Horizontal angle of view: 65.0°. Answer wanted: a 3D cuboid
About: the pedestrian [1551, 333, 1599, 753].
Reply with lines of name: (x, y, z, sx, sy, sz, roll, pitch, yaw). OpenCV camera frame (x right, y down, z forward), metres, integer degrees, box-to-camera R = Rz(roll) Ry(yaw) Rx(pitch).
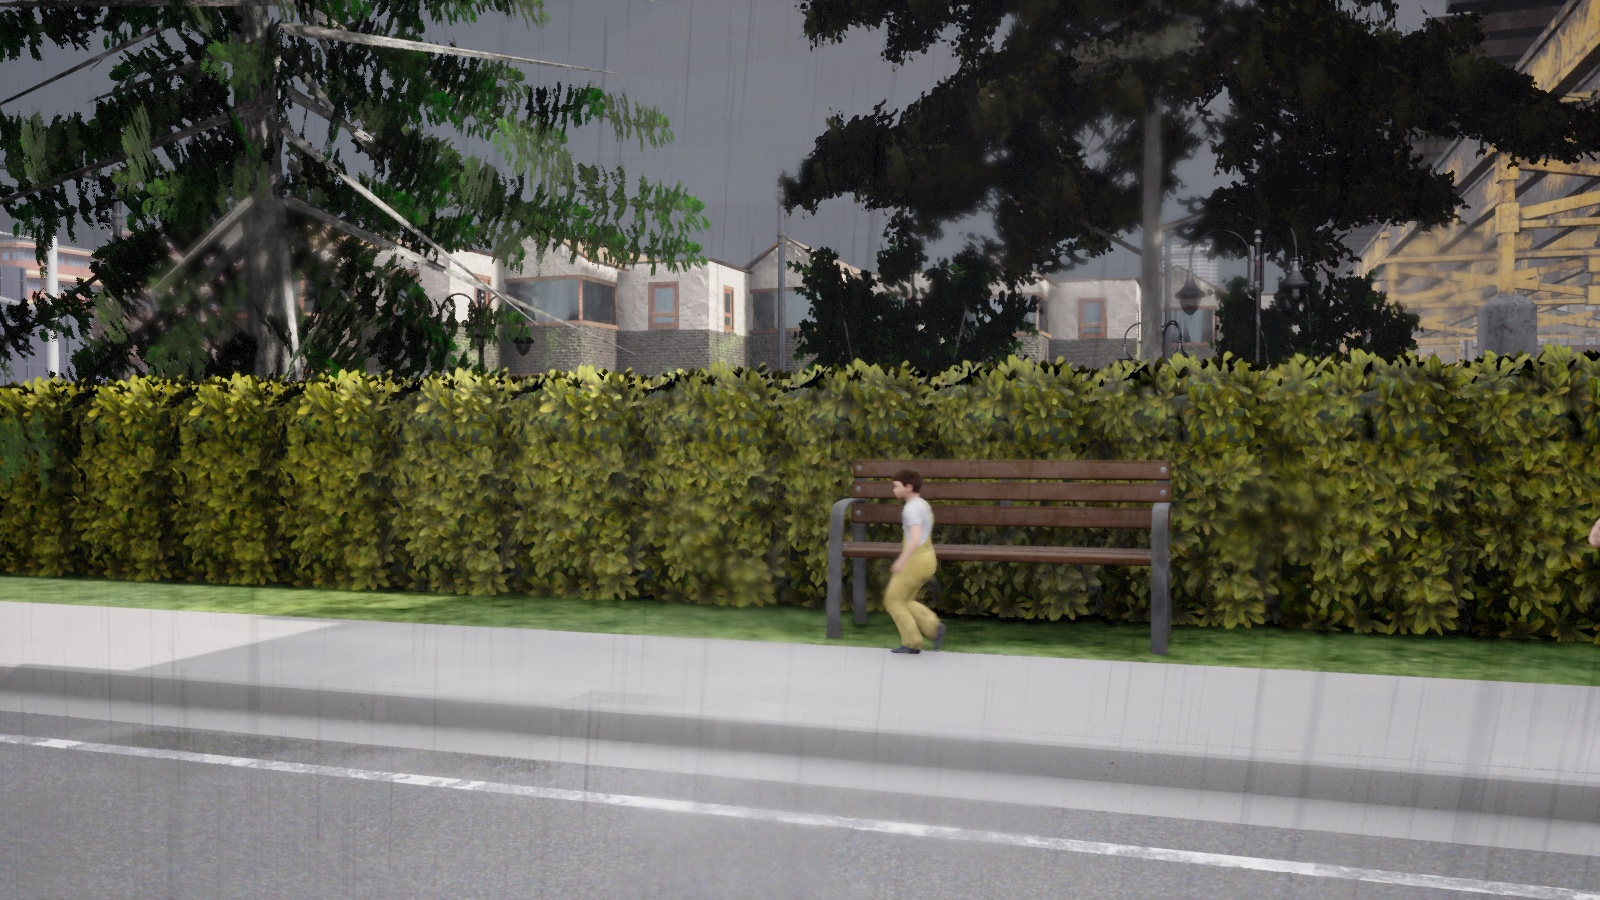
pedestrian: (3.718, 0.409, 5.574, 0.594, 1.836, 0.345, 1, 1, 23)

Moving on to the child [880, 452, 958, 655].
child: (0.763, 0.646, 8.024, 0.437, 1.263, 0.270, 1, 1, 18)
